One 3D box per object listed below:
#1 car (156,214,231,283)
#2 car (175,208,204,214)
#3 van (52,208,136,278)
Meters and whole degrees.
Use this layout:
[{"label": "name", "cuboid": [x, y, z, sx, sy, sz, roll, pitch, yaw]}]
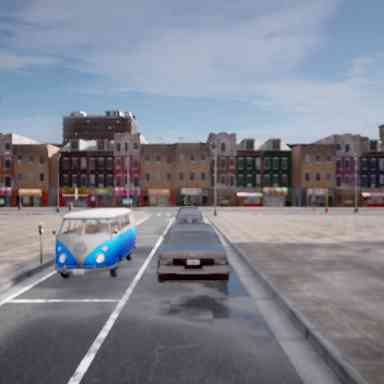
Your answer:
[{"label": "car", "cuboid": [-0.007, 1.624, 9.904, 2.033, 1.411, 5.357, 0, 0, -1]}, {"label": "car", "cuboid": [-0.152, 1.717, 21.570, 2.033, 1.411, 5.357, 0, 0, -1]}, {"label": "van", "cuboid": [-2.759, 1.420, 10.120, 1.690, 1.788, 3.998, -1, 0, -1]}]
